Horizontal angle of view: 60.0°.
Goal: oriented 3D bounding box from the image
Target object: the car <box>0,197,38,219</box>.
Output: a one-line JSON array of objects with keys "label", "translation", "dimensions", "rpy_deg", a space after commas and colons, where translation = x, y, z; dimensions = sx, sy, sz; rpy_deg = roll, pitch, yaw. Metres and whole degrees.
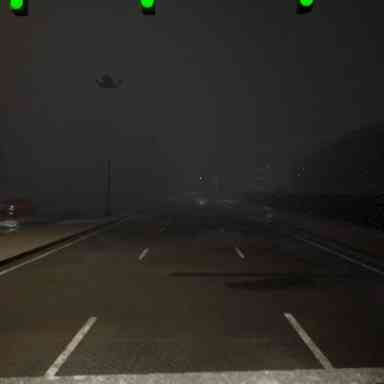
[{"label": "car", "translation": [-15.023, 1.277, 28.223], "dimensions": [2.097, 1.767, 4.553], "rpy_deg": [0, 0, 0]}]
